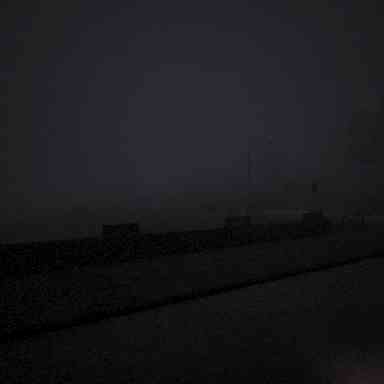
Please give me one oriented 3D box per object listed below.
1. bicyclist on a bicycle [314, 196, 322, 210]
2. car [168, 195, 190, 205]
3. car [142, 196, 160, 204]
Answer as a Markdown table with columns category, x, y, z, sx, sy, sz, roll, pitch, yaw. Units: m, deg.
| category | x | y | z | sx | sy | sz | roll | pitch | yaw |
| --- | --- | --- | --- | --- | --- | --- | --- | --- | --- |
| bicyclist on a bicycle | 15.178 | 1.349 | 40.088 | 1.656 | 1.620 | 0.582 | 0 | 0 | -35 |
| car | -2.311 | 1.352 | 57.291 | 2.097 | 1.767 | 4.553 | 0 | 0 | -35 |
| car | -8.183 | 1.478 | 65.443 | 1.882 | 1.535 | 5.008 | 0 | 0 | -35 |
